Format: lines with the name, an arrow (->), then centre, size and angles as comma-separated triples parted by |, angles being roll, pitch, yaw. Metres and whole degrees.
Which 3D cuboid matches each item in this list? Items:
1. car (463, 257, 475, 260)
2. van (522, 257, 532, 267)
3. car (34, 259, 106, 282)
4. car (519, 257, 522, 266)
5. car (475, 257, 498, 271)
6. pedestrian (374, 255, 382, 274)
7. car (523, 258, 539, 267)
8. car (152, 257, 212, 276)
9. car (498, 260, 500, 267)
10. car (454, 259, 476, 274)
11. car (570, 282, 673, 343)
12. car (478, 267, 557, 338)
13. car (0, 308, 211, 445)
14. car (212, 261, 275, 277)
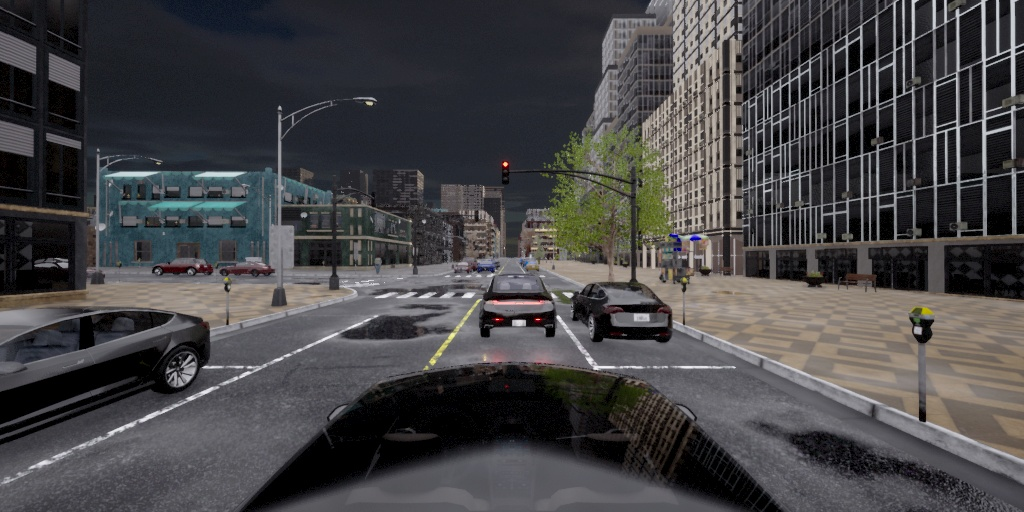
car -> -5.670, 1.069, 47.566 | 2.192, 1.841, 5.009 | 0, 0, 0
van -> 2.713, 1.096, 53.116 | 1.690, 1.789, 3.998 | 0, 0, 0
car -> -28.242, 0.981, 22.481 | 4.207, 1.307, 1.802 | 0, 0, -1
car -> 2.717, 1.308, 64.218 | 2.007, 1.370, 4.403 | 0, 0, 0
car -> -3.083, 1.232, 43.687 | 1.882, 1.535, 5.008 | 0, 0, 0
pedestrian -> -12.736, 0.790, 34.023 | 0.375, 1.860, 0.375 | 0, -1, -1
car -> 2.710, 1.280, 47.735 | 1.751, 1.417, 4.829 | 0, 0, 0
car -> -28.357, 0.880, 30.860 | 4.097, 1.591, 1.967 | 0, 0, -1
car -> -3.057, 1.320, 53.538 | 1.994, 1.385, 4.181 | 0, 0, 1
car -> -5.673, 1.336, 42.015 | 1.802, 1.307, 4.207 | 0, 0, 0
car -> 2.694, 1.316, 9.536 | 1.948, 1.339, 4.313 | 0, 0, 0
car -> 0.114, 1.242, 10.207 | 2.128, 1.511, 4.902 | 0, 0, -1
car -> -5.689, 1.316, 4.000 | 1.948, 1.339, 4.313 | 0, 0, 0
car -> -22.809, 1.091, 30.936 | 4.207, 1.307, 1.802 | 0, 0, -1
